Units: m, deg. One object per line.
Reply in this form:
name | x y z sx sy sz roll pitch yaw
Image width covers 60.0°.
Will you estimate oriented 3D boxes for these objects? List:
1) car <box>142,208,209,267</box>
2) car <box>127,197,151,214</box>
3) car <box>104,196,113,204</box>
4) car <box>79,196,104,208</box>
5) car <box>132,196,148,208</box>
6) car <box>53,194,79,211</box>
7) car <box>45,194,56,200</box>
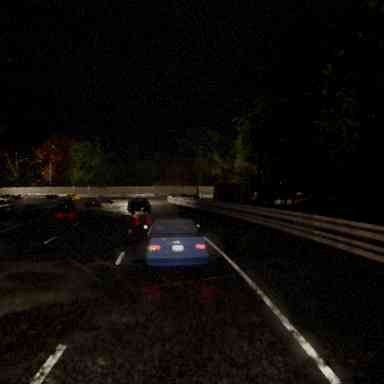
car | -0.638 1.482 11.145 2.033 1.411 5.357 0 0 -6
car | -5.213 1.315 32.628 2.128 1.511 4.902 0 0 -17
car | -14.424 1.328 54.216 1.895 1.301 4.718 0 0 -29
car | -13.668 1.342 45.177 1.994 1.385 4.181 0 0 -24
car | -6.935 1.326 43.960 1.994 1.385 4.181 0 0 -9
car | -14.188 1.317 37.487 2.128 1.511 4.902 0 0 -21
car | -33.586 1.167 79.861 4.902 1.511 2.128 0 0 45
